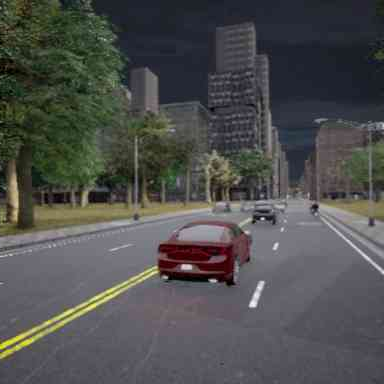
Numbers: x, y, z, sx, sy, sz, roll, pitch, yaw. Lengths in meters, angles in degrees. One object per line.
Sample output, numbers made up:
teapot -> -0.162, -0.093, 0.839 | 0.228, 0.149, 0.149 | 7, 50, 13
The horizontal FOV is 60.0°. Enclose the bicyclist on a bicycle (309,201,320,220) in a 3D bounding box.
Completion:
bicyclist on a bicycle -> 10.804, 1.638, 29.068 | 0.659, 1.776, 1.843 | -1, -1, 17

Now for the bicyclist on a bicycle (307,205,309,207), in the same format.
bicyclist on a bicycle -> 13.173, 1.787, 36.675 | 0.866, 1.612, 1.509 | -1, -1, 17

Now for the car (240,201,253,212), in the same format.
car -> 7.433, 1.968, 43.438 | 2.128, 1.511, 4.902 | -1, -1, 17

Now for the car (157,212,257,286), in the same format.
car -> 0.619, 1.585, 9.951 | 1.882, 1.535, 5.008 | -1, -1, 17

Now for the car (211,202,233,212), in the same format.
car -> 3.900, 2.020, 43.022 | 1.812, 1.442, 4.674 | -1, -1, 17

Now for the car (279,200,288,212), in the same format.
car -> 11.601, 2.074, 45.220 | 1.895, 1.301, 4.718 | -1, -1, 17

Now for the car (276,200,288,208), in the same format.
car -> 16.798, 2.188, 61.961 | 1.812, 1.442, 4.674 | -1, -1, 17

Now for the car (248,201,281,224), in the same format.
car -> 6.085, 1.784, 27.503 | 1.837, 1.490, 4.892 | -1, -1, 17
